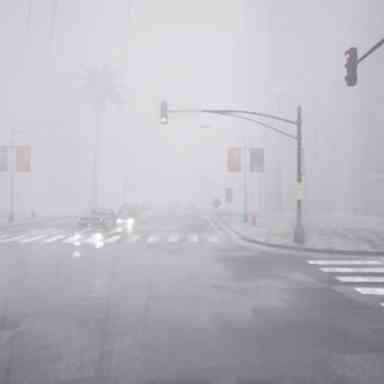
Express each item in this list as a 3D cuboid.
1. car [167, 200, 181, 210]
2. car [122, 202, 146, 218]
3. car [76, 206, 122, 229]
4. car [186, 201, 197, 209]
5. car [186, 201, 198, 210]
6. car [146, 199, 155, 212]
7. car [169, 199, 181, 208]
[{"bbox_3d":[-3.160,2.257,54.547,2.033,1.411,5.357,0,-1,-1],"label":"car"},{"bbox_3d":[-6.602,1.888,35.282,2.128,1.511,4.902,0,-1,0],"label":"car"},{"bbox_3d":[-6.606,1.845,23.657,1.895,1.301,4.718,0,-1,0],"label":"car"},{"bbox_3d":[-0.013,2.439,64.325,2.033,1.411,5.357,0,-1,0],"label":"car"},{"bbox_3d":[0.039,2.307,54.322,1.895,1.301,4.718,0,-1,1],"label":"car"},{"bbox_3d":[-6.590,2.172,48.875,1.994,1.385,4.181,0,-1,0],"label":"car"},{"bbox_3d":[-3.204,2.259,65.123,2.097,1.767,4.553,0,-1,0],"label":"car"}]
